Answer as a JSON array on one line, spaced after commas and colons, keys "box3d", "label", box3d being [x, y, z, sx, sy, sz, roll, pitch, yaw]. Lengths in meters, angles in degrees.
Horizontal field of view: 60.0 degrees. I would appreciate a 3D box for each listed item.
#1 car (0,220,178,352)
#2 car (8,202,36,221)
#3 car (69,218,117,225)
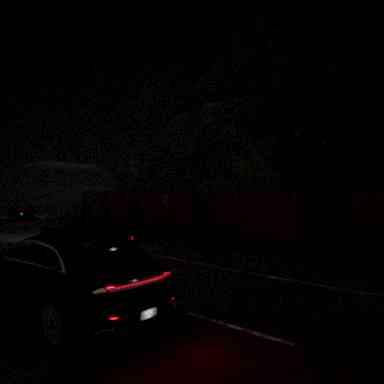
[{"box3d": [-2.439, 1.513, 6.307, 4.902, 1.511, 2.128, 0, 0, 41], "label": "car"}, {"box3d": [-14.391, 1.562, 28.206, 1.882, 1.535, 5.008, 0, 0, -25], "label": "car"}, {"box3d": [-4.124, 1.644, 12.772, 1.895, 1.301, 4.718, 0, 0, -43], "label": "car"}]
